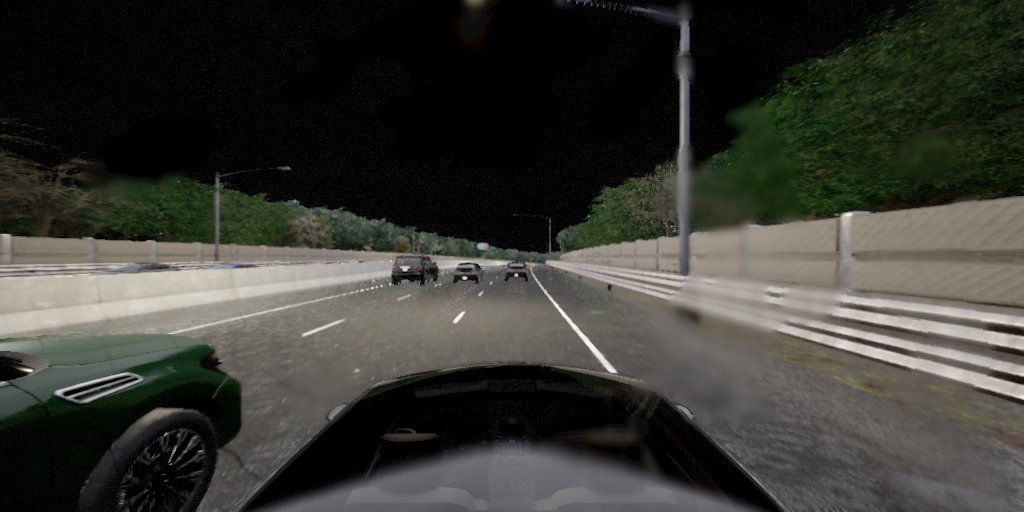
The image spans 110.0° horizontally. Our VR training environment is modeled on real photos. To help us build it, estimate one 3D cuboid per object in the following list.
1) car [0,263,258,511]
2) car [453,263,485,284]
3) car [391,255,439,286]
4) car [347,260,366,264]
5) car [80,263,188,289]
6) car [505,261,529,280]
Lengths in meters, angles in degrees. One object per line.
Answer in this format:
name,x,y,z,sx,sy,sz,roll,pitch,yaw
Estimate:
car,-3.440,0.961,0.731,2.150,2.045,5.566,0,0,0
car,-3.183,1.249,26.939,1.837,1.490,4.892,0,0,1
car,-6.733,0.957,25.438,2.150,2.045,5.566,0,0,1
car,-20.212,1.282,46.704,1.812,1.442,4.674,0,0,2
car,-24.398,1.202,23.482,1.837,1.490,4.892,0,0,1
car,0.411,1.256,30.981,1.837,1.490,4.892,0,0,1
